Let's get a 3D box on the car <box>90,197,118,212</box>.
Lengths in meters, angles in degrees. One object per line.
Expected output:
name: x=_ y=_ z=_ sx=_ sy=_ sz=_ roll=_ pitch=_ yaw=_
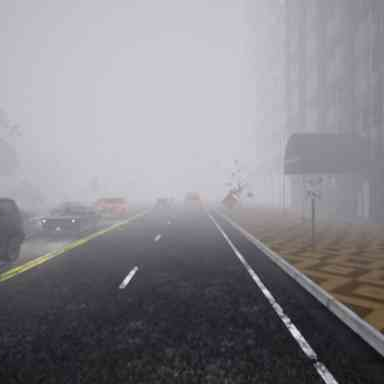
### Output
car: x=-9.779 y=1.360 z=37.261 sx=1.837 sy=1.490 sz=4.892 roll=0 pitch=0 yaw=0

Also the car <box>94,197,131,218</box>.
car: x=-6.569 y=1.227 z=28.367 sx=2.097 sy=1.767 sz=4.553 roll=0 pitch=0 yaw=0

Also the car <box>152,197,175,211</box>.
car: x=-3.230 y=1.381 z=37.315 sx=1.812 sy=1.442 sz=4.674 roll=0 pitch=0 yaw=0

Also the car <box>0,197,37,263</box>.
car: x=-6.593 y=1.173 z=8.834 sx=2.150 sy=2.045 sz=5.566 roll=0 pitch=0 yaw=0

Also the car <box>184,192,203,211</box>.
car: x=0.123 y=1.205 z=38.449 sx=2.097 sy=1.767 sz=4.553 roll=0 pitch=0 yaw=0

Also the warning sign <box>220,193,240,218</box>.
warning sign: x=2.842 y=1.001 z=24.995 sx=1.300 sy=1.860 sz=1.060 roll=-1 pitch=-1 yaw=0

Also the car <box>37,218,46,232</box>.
car: x=-9.837 y=1.462 z=17.006 sx=2.033 sy=1.411 sz=5.357 roll=0 pitch=0 yaw=0

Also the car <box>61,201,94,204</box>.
car: x=-9.818 y=1.443 z=26.940 sx=1.994 sy=1.385 sz=4.181 roll=0 pitch=0 yaw=1

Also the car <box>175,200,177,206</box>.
car: x=-3.221 y=1.389 z=47.625 sx=2.033 sy=1.411 sz=5.357 roll=0 pitch=0 yaw=0

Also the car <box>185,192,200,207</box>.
car: x=0.084 y=1.062 z=48.580 sx=2.150 sy=2.045 sz=5.566 roll=0 pitch=0 yaw=0

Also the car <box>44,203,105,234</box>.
car: x=-6.586 y=1.509 z=18.597 sx=1.895 sy=1.301 sz=4.718 roll=0 pitch=0 yaw=0
